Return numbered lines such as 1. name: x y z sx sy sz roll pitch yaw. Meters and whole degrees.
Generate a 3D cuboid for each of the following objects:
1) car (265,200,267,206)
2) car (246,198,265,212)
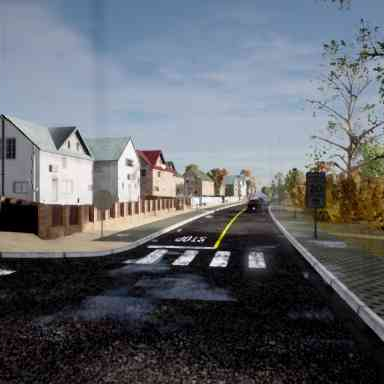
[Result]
1. car: 12.678 1.788 61.275 1.812 1.442 4.674 0 0 15
2. car: 7.707 1.629 40.817 1.837 1.490 4.892 0 0 12
